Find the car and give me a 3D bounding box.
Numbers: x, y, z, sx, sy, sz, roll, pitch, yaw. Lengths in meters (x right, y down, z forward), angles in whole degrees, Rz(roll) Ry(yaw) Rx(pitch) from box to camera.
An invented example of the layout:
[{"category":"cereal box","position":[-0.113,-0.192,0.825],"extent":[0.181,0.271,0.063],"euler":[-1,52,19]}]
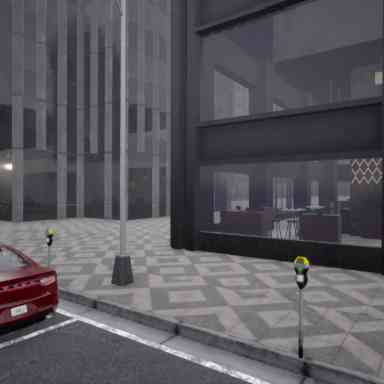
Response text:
[{"category":"car","position":[-4.265,1.544,6.018],"extent":[4.507,1.381,1.887],"euler":[0,0,36]}]
